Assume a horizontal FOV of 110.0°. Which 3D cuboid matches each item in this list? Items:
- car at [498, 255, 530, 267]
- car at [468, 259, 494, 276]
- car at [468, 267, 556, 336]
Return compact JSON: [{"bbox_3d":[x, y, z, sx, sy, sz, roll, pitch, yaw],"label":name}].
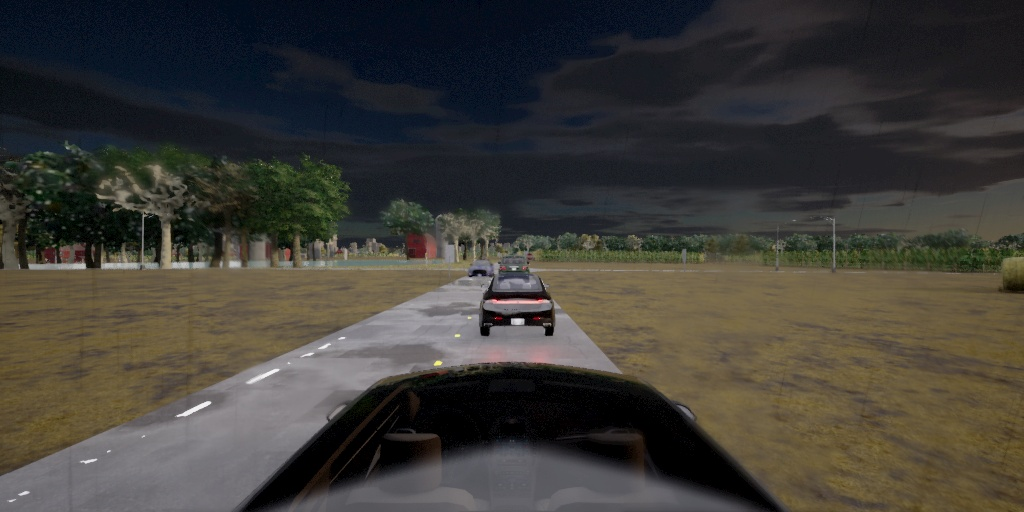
[{"bbox_3d":[0.135,0.966,26.564,2.150,2.045,5.566,0,0,0],"label":"car"},{"bbox_3d":[-2.775,1.091,33.041,2.097,1.767,4.553,0,0,0],"label":"car"},{"bbox_3d":[0.115,1.241,10.364,2.128,1.511,4.902,0,0,0],"label":"car"}]
